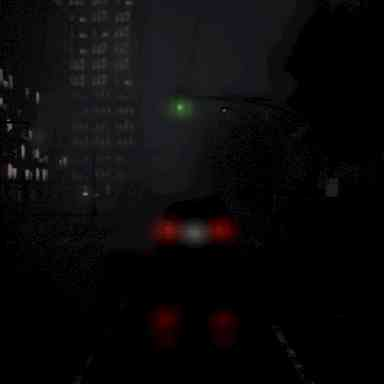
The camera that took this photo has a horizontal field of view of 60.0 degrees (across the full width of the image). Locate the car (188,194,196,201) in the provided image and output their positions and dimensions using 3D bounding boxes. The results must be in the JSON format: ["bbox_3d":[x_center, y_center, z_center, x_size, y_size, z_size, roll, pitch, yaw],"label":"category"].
[{"bbox_3d":[0.000,1.276,79.491,2.033,1.411,5.357,0,0,0],"label":"car"}]

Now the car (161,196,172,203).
[{"bbox_3d":[-5.315,1.486,69.283,1.947,1.339,4.313,0,0,0],"label":"car"}]

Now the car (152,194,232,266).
[{"bbox_3d":[0.059,1.212,11.581,2.150,2.045,5.566,0,0,0],"label":"car"}]

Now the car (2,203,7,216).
[{"bbox_3d":[-17.615,1.222,27.274,4.097,1.590,1.967,1,-1,1],"label":"car"}]

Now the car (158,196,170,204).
[{"bbox_3d":[-5.315,1.473,63.738,1.887,1.381,4.507,0,0,0],"label":"car"}]

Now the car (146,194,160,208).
[{"bbox_3d":[-5.315,1.267,47.104,2.192,1.841,5.009,0,0,0],"label":"car"}]

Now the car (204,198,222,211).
[{"bbox_3d":[2.566,1.509,41.550,2.008,1.369,4.403,0,0,0],"label":"car"}]

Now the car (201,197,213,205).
[{"bbox_3d":[2.565,1.502,58.186,1.947,1.339,4.313,0,0,0],"label":"car"}]

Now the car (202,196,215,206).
[{"bbox_3d":[2.565,1.384,52.640,1.967,1.590,4.097,0,0,0],"label":"car"}]

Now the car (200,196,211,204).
[{"bbox_3d":[2.565,1.454,63.901,1.752,1.417,4.829,0,0,0],"label":"car"}]

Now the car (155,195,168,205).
[{"bbox_3d":[-5.315,1.377,58.194,1.967,1.590,4.097,0,0,0],"label":"car"}]

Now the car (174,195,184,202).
[{"bbox_3d":[-2.750,1.407,71.450,1.837,1.490,4.892,0,0,0],"label":"car"}]

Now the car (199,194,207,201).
[{"bbox_3d":[2.750,1.400,84.790,1.837,1.490,4.892,0,0,0],"label":"car"}]
